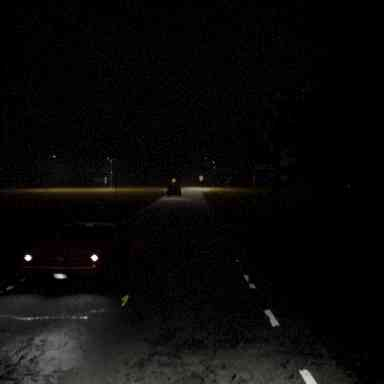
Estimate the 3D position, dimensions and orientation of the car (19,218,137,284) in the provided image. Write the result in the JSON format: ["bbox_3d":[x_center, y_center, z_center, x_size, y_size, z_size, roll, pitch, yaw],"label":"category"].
[{"bbox_3d":[-2.849,1.475,9.394,1.895,1.301,4.718,0,1,0],"label":"car"}]

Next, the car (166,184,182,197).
[{"bbox_3d":[-2.806,-0.266,52.861,2.150,2.045,5.566,0,3,0],"label":"car"}]

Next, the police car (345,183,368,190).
[{"bbox_3d":[39.007,-1.371,78.909,5.238,1.638,1.930,0,1,0],"label":"police car"}]
